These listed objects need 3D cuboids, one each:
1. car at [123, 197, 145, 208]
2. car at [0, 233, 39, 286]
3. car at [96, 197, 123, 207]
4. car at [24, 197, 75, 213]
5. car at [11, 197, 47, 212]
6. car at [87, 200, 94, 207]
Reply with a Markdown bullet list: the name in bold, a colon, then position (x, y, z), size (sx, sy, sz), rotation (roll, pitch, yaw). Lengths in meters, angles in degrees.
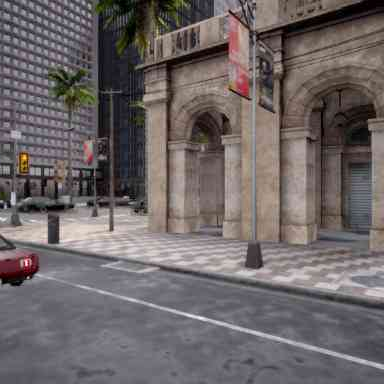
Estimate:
- **car**: position (-7.291, 1.492, 49.205), size (2.128, 1.511, 4.902), rotation (0, 0, 36)
- **car**: position (-5.828, 1.601, 8.200), size (4.718, 1.301, 1.895), rotation (0, 0, 37)
- **car**: position (-11.134, 1.547, 49.865), size (2.033, 1.411, 5.357), rotation (0, 0, 36)
- **car**: position (-15.779, 1.601, 37.430), size (1.895, 1.301, 4.718), rotation (0, 0, 36)
- **car**: position (-18.785, 1.352, 39.247), size (2.097, 1.767, 4.553), rotation (0, 0, 36)
- **car**: position (-13.928, 1.513, 51.276), size (2.161, 1.482, 4.786), rotation (0, 0, 35)
